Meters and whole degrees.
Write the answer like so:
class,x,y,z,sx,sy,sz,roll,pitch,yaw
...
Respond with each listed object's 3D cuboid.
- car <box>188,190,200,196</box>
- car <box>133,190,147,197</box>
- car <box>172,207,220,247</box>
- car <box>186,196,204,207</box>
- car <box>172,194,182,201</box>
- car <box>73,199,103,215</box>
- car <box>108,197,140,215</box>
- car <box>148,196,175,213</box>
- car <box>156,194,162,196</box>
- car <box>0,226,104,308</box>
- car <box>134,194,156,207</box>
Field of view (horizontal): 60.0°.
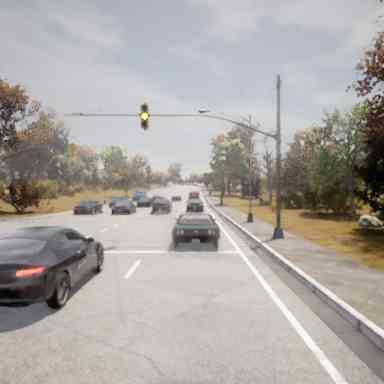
class,x,y,z,sx,sy,sz,roll,pitch,yaw
car,0.435,0.694,64.612,2.150,2.045,5.566,0,3,0
car,-10.077,0.681,64.938,2.150,2.045,5.566,0,3,1
car,0.169,1.590,15.032,1.895,1.301,4.718,0,0,0
car,0.330,1.499,37.355,1.812,1.442,4.674,0,0,0
car,-3.058,1.040,65.281,1.895,1.301,4.718,0,3,0
car,-10.395,1.478,33.552,1.837,1.490,4.892,0,1,0
car,-6.889,1.502,34.022,1.812,1.442,4.674,0,0,1
car,-3.182,1.479,35.844,1.837,1.490,4.892,0,0,0
car,-6.615,1.157,63.054,1.895,1.301,4.718,0,3,1
car,-3.412,1.520,7.748,1.812,1.442,4.674,0,0,-1
car,-6.772,1.443,48.158,1.882,1.535,5.008,0,1,1
